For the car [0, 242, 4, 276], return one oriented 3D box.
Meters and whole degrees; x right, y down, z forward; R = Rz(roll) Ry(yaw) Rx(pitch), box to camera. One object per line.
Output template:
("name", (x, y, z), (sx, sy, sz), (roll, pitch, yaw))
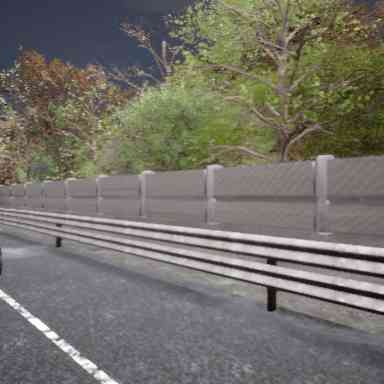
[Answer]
("car", (-6.805, 1.547, 9.373), (1.837, 1.490, 4.892), (-2, 1, -43))
